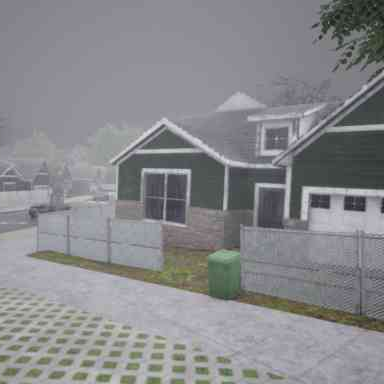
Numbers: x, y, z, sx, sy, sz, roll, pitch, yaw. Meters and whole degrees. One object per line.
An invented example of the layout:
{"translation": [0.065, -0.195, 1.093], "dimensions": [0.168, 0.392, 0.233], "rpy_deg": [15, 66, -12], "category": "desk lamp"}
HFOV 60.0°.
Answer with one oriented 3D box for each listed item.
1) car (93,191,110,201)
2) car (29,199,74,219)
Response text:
{"translation": [-14.370, 0.640, 52.860], "dimensions": [1.837, 1.490, 4.892], "rpy_deg": [2, 1, -3], "category": "car"}
{"translation": [-11.072, 1.340, 26.536], "dimensions": [1.837, 1.490, 4.892], "rpy_deg": [3, 1, 3], "category": "car"}
